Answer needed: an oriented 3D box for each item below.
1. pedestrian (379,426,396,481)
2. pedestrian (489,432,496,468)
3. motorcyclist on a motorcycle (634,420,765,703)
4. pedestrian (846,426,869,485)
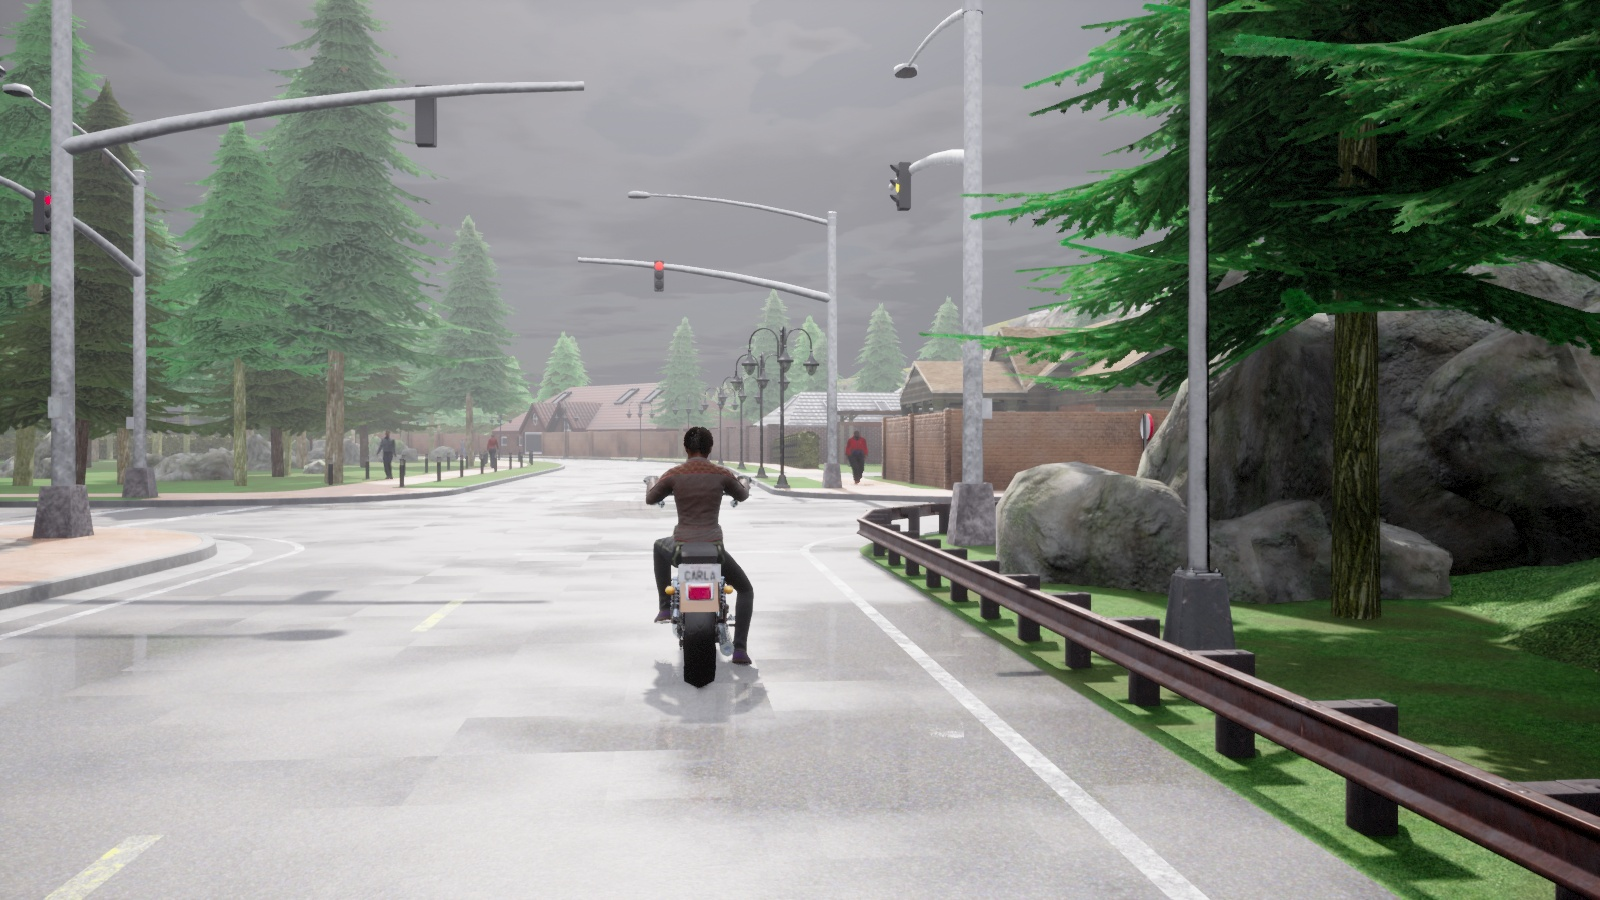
[{"bbox_3d":[-14.742,0.107,44.913,0.423,1.949,0.788,0,0,-6],"label":"pedestrian"},{"bbox_3d":[-15.823,-0.005,64.620,0.331,1.846,0.636,0,0,-9],"label":"pedestrian"},{"bbox_3d":[-0.693,0.648,8.534,0.766,1.649,2.350,0,0,-5],"label":"motorcyclist on a motorcycle"},{"bbox_3d":[1.807,0.160,39.627,0.634,1.844,0.899,0,0,-5],"label":"pedestrian"}]
